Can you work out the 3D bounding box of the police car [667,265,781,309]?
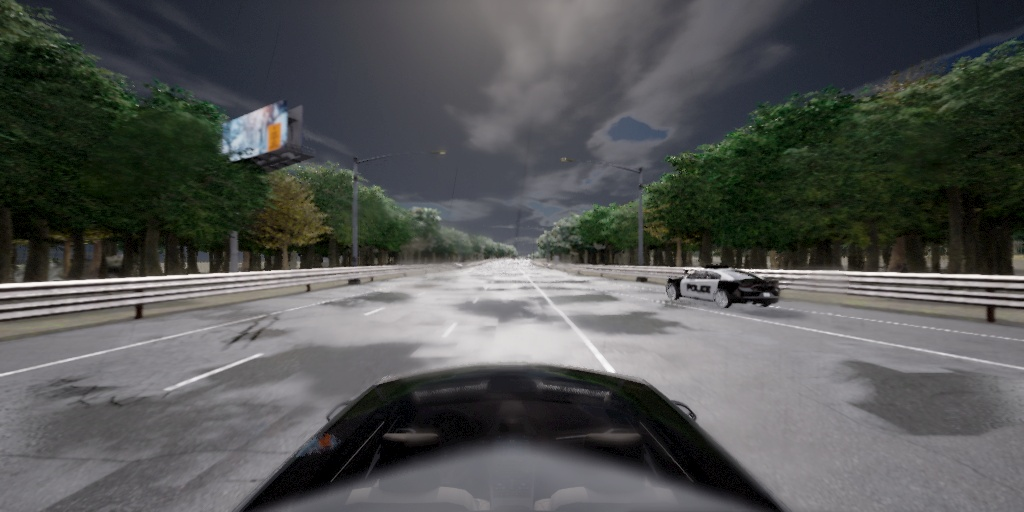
[{"bbox_3d":[8.551,1.202,15.216,1.930,1.638,5.238,0,-1,-10],"label":"police car"}]
